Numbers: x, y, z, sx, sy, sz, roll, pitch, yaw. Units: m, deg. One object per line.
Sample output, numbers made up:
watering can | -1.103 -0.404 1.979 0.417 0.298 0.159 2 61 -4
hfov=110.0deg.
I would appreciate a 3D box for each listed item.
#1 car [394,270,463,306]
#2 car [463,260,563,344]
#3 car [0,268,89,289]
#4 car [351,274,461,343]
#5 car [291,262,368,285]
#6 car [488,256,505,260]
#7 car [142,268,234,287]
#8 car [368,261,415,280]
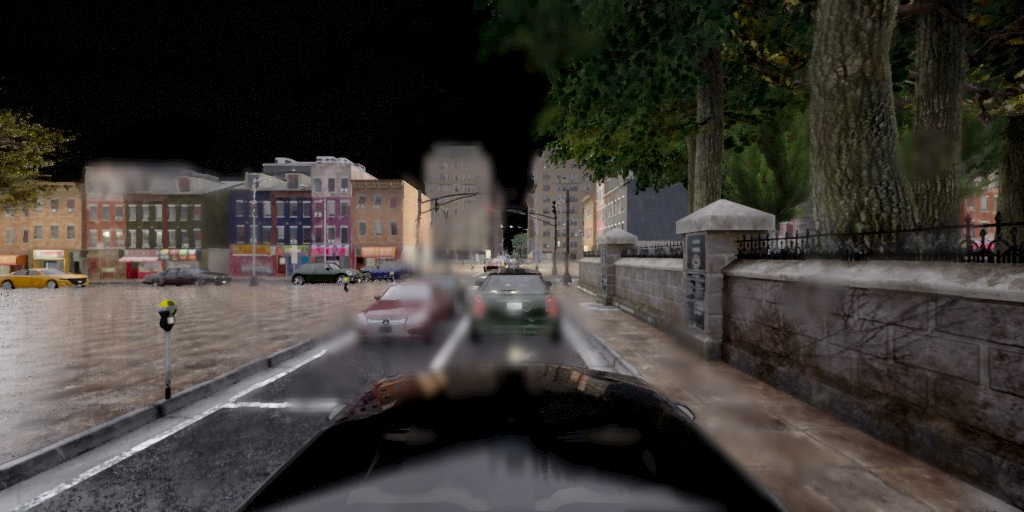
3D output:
car | -2.638 1.314 13.288 1.948 1.339 4.313 0 0 0
car | 0.073 1.101 9.740 2.097 1.767 4.553 0 0 0
car | -34.019 1.645 26.132 5.008 1.535 1.882 -1 0 0
car | -2.638 1.331 9.625 1.802 1.307 4.207 0 0 0
car | -13.391 1.228 26.196 4.553 1.767 2.097 -1 0 0
car | -2.289 1.089 43.625 2.097 1.767 4.553 0 0 0
car | -23.588 1.552 26.155 5.357 1.411 2.033 -1 0 0
car | -10.192 1.192 29.163 4.553 1.767 2.097 -1 0 -7
